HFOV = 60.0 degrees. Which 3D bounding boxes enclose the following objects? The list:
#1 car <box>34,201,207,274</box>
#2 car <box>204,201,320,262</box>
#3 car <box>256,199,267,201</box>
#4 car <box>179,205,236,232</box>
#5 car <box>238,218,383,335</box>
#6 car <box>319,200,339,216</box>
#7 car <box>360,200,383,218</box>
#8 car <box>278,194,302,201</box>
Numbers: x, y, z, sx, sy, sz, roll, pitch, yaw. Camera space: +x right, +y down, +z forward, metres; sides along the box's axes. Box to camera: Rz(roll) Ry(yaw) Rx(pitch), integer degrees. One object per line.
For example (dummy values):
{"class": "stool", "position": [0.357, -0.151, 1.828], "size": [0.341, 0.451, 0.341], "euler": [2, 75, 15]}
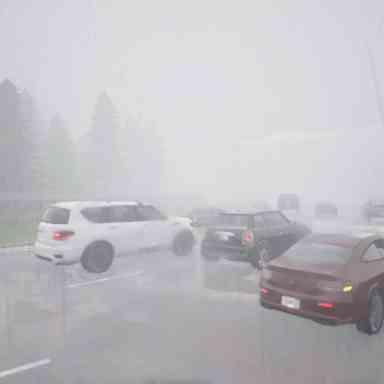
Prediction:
{"class": "car", "position": [-2.276, 1.303, 11.233], "size": [5.566, 2.045, 2.150], "euler": [-1, 0, -44]}
{"class": "car", "position": [2.370, 1.359, 11.431], "size": [2.097, 1.767, 4.553], "euler": [-1, 0, 42]}
{"class": "car", "position": [8.387, 1.572, 40.139], "size": [1.994, 1.385, 4.181], "euler": [-1, 0, 20]}
{"class": "car", "position": [1.122, 1.627, 21.622], "size": [1.994, 1.385, 4.181], "euler": [-1, 0, 30]}
{"class": "car", "position": [3.157, 1.503, 6.709], "size": [4.674, 1.442, 1.812], "euler": [-1, 0, -44]}
{"class": "car", "position": [12.632, 1.434, 31.282], "size": [1.812, 1.442, 4.674], "euler": [-1, 0, 20]}
{"class": "car", "position": [14.183, 1.354, 25.539], "size": [2.128, 1.511, 4.902], "euler": [-1, 0, 21]}
{"class": "car", "position": [10.113, 1.181, 34.495], "size": [2.150, 2.045, 5.566], "euler": [-1, 0, 19]}
